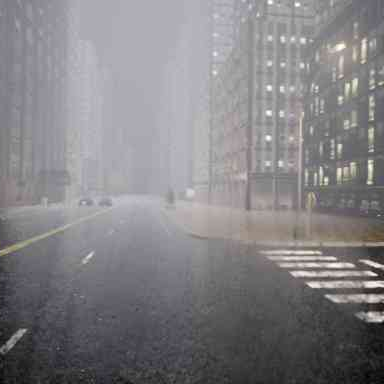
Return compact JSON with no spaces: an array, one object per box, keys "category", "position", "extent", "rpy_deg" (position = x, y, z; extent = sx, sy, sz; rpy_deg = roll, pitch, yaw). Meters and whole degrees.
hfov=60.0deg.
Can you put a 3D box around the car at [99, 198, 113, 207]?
[{"category":"car","position":[-14.712,1.727,57.038],"extent":[2.033,1.411,5.357],"rpy_deg":[1,0,-8]}]

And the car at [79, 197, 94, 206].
[{"category":"car","position":[-17.931,1.624,56.598],"extent":[2.128,1.511,4.902],"rpy_deg":[1,0,-8]}]
